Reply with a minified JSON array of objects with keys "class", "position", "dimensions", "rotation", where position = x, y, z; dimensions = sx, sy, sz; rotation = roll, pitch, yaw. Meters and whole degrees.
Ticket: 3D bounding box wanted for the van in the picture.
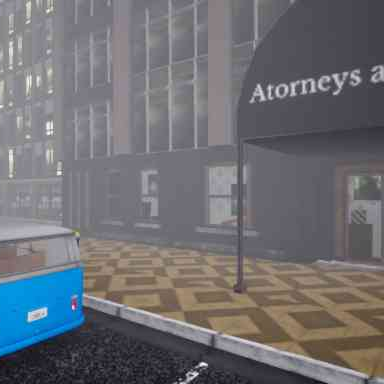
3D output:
[{"class":"van","position":[-3.497,1.341,5.359],"dimensions":[3.998,1.788,1.690],"rotation":[0,0,35]}]
